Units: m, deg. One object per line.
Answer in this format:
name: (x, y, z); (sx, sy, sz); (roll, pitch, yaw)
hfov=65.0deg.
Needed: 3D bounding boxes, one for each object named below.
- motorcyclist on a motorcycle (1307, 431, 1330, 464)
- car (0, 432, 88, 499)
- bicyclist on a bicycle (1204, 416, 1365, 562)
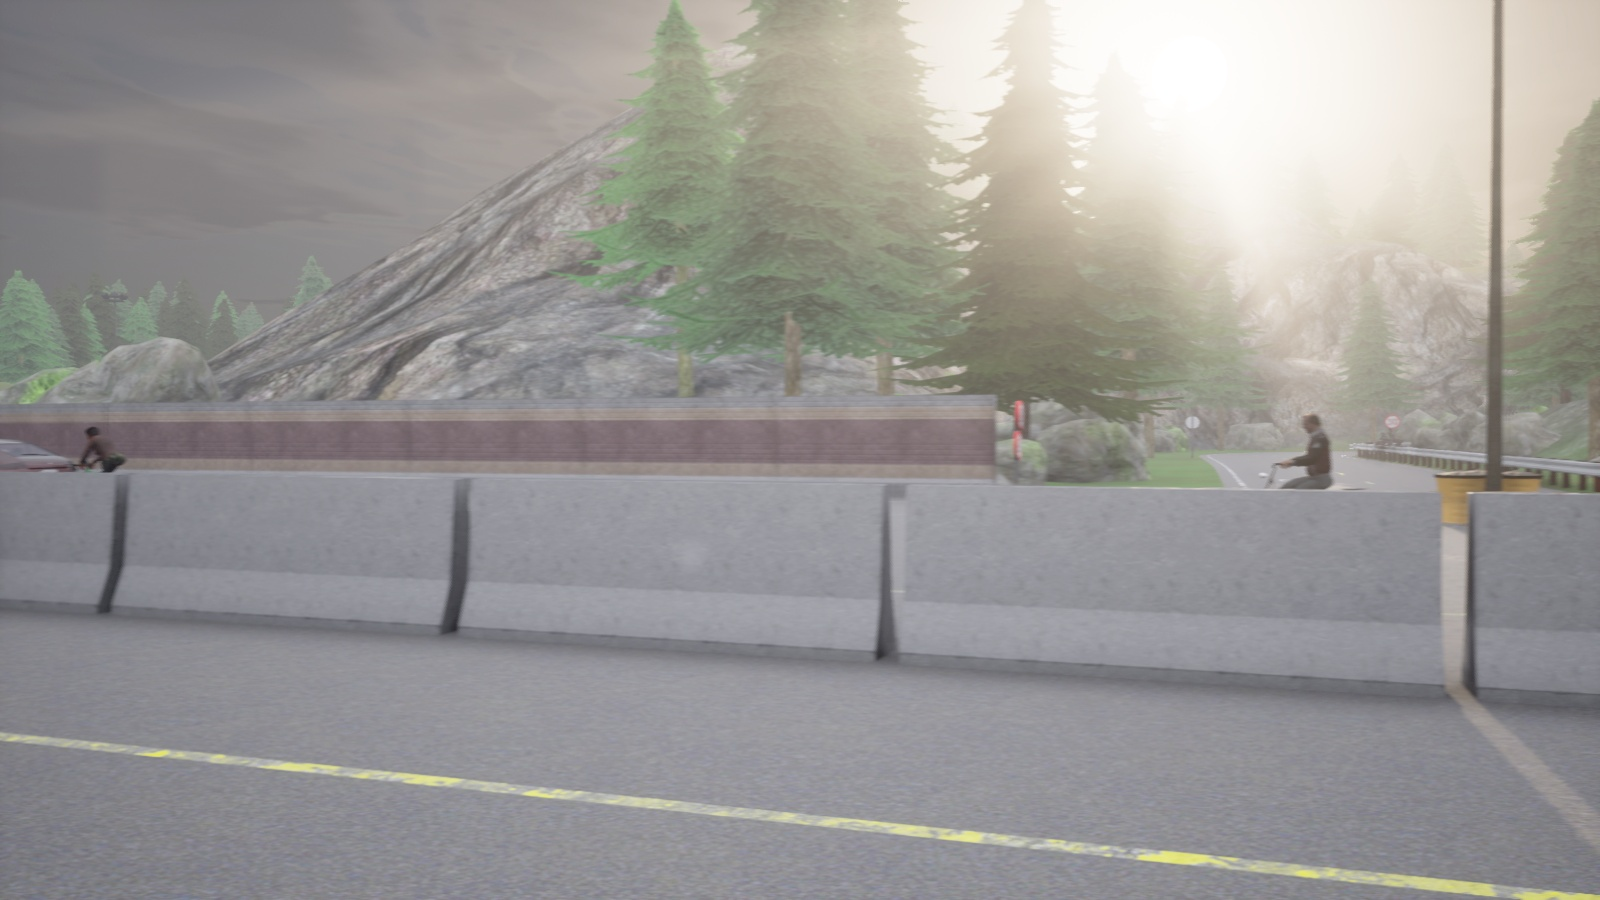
motorcyclist on a motorcycle: (26.514, -0.145, 64.247); (0.766, 1.649, 2.350); (1, 1, 16)
car: (-18.226, 0.302, 27.789); (4.181, 1.385, 1.994); (1, 1, 19)
bicyclist on a bicycle: (6.102, 0.466, 15.908); (1.843, 1.776, 0.659); (1, 1, 19)
